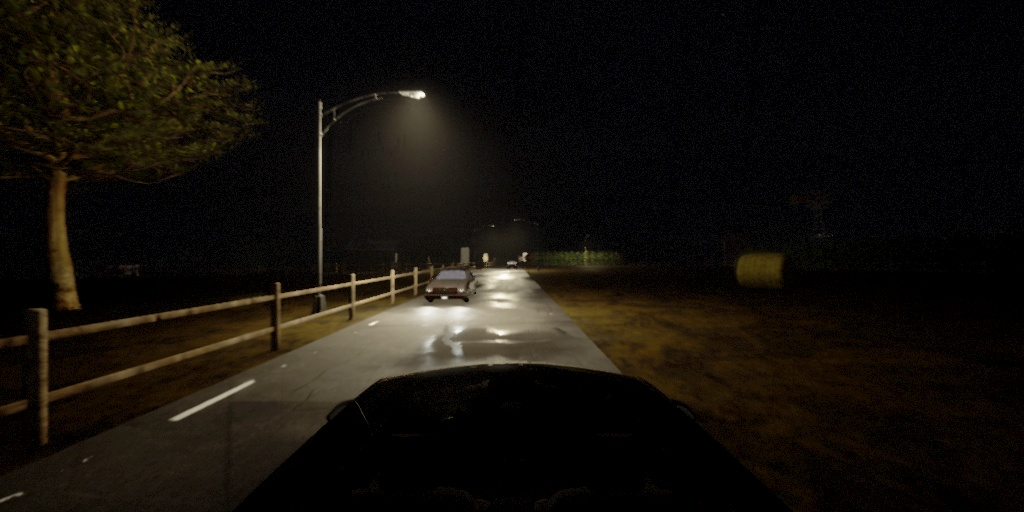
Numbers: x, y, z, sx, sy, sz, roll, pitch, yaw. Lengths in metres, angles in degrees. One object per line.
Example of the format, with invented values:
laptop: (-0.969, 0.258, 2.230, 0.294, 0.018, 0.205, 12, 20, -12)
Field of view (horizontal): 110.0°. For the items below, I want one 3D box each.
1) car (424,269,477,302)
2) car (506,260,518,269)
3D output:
car: (-2.749, 1.323, 17.277, 2.033, 1.411, 5.357, 0, 0, 0)
car: (0.004, 1.652, 62.613, 1.895, 1.301, 4.718, 0, -1, 0)
